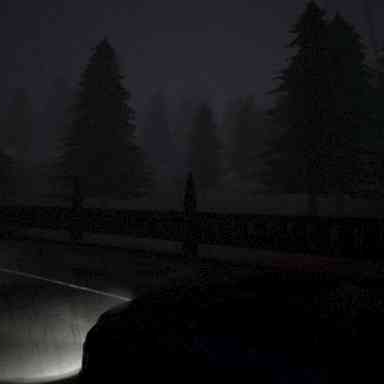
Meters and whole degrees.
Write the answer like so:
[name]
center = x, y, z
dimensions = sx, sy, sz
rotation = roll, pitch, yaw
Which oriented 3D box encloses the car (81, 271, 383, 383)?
[car]
center = 0.794, 1.564, 3.399
dimensions = 4.181, 1.385, 1.994
rotation = 0, 0, 35
